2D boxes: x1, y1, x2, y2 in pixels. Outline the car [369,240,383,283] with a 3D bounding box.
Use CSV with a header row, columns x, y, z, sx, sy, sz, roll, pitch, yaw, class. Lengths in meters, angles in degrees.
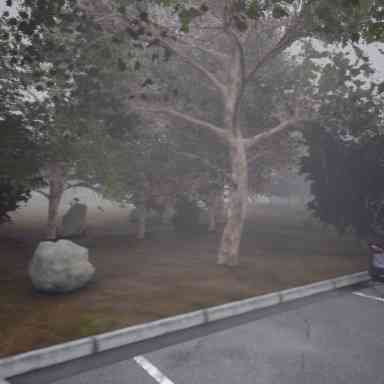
x,y,z,sx,sy,sz,roll,pitch,yaw,class
6.624,1.667,8.758,4.792,1.488,2.163,1,0,-33,car
